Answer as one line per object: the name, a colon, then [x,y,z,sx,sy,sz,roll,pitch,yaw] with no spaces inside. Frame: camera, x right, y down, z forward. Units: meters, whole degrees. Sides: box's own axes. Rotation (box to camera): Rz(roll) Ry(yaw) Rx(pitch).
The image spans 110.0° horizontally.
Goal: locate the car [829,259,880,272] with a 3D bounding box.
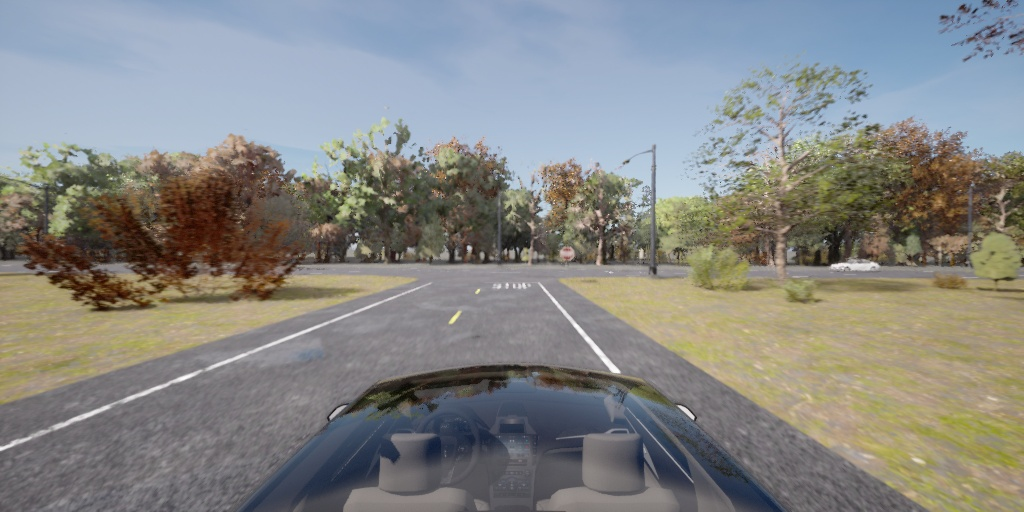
car: [38.260,1.107,40.093,4.674,1.442,1.812,-1,1,0]
